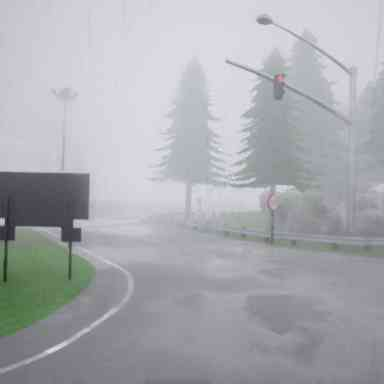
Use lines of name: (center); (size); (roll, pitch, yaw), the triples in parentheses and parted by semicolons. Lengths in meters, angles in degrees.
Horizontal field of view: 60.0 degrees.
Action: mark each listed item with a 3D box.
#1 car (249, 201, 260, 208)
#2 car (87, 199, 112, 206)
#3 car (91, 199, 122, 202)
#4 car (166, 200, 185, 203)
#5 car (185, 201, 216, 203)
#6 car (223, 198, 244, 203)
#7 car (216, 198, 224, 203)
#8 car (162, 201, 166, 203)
car: (14.990, 2.870, 74.949); (4.902, 1.511, 2.128); (2, -1, -34)
car: (-18.224, 2.121, 65.571); (4.181, 1.385, 1.994); (2, -1, -33)
car: (-14.822, 1.992, 55.303); (4.892, 1.490, 1.837); (2, -1, -34)
car: (-2.491, 2.480, 71.758); (4.674, 1.442, 1.812); (2, -1, -34)
car: (1.657, 2.466, 66.163); (4.892, 1.490, 1.837); (2, -1, -33)
car: (10.531, 2.688, 80.392); (4.553, 1.767, 2.097); (2, -1, -34)
car: (8.139, 2.546, 83.005); (5.566, 2.045, 2.150); (2, -1, -34)
car: (-5.020, 2.464, 74.280); (4.674, 1.442, 1.812); (2, -1, -34)
